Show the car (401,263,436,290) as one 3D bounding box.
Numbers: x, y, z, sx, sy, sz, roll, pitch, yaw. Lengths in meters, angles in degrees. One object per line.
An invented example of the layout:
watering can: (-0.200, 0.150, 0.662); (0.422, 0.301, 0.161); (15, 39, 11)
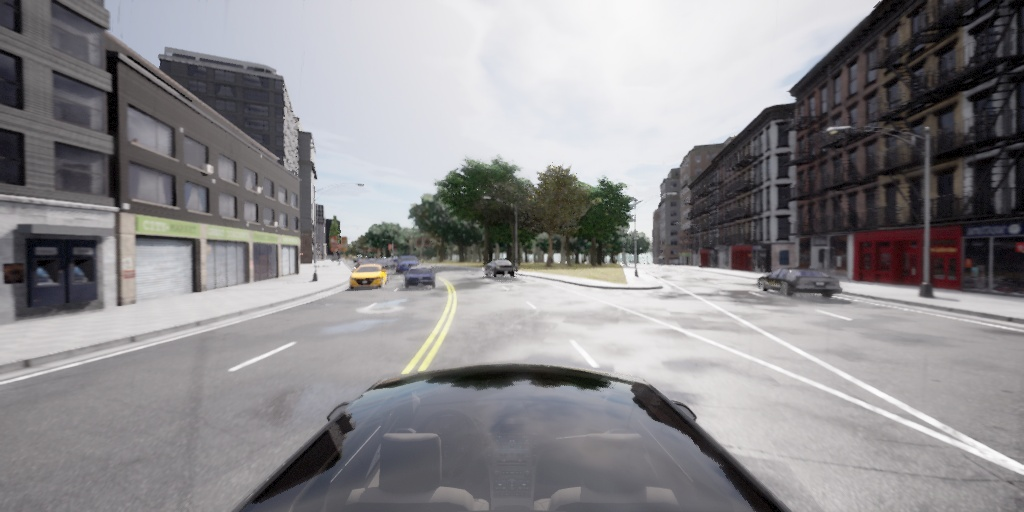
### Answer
car: (-5.940, 1.368, 23.443); (1.895, 1.301, 4.718); (-1, 1, -13)

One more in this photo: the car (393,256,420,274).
car: (-12.163, 1.002, 41.934); (2.150, 2.045, 5.566); (-1, 0, -24)

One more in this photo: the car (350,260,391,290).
car: (-9.469, 1.298, 23.979); (1.882, 1.535, 5.008); (-1, 0, -14)

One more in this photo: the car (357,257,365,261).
car: (-24.071, 1.384, 59.462); (1.994, 1.385, 4.181); (-1, 0, -26)

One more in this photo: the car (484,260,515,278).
car: (-1.188, 1.124, 32.138); (1.837, 1.490, 4.892); (0, 0, -17)

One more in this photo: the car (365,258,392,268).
car: (-15.604, 1.312, 41.645); (2.128, 1.511, 4.902); (-1, 0, -24)

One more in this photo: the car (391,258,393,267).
car: (-20.854, 1.273, 60.276); (2.128, 1.511, 4.902); (-1, 0, -26)

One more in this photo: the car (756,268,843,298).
car: (14.489, 1.301, 18.415); (2.033, 1.411, 5.357); (0, 0, 17)
